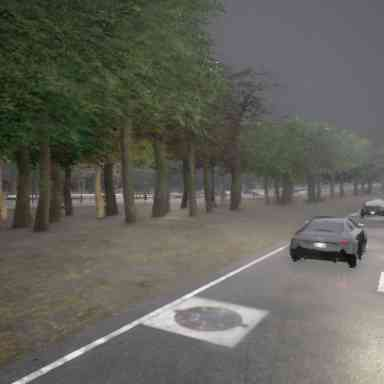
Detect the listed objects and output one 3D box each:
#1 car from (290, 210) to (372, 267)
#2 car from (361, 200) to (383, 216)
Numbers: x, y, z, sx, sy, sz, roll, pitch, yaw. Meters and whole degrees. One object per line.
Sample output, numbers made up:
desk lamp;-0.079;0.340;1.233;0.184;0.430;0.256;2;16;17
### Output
car;4.828;1.517;11.457;1.994;1.385;4.181;0;0;32
car;14.771;1.340;26.740;1.812;1.442;4.674;0;1;34
